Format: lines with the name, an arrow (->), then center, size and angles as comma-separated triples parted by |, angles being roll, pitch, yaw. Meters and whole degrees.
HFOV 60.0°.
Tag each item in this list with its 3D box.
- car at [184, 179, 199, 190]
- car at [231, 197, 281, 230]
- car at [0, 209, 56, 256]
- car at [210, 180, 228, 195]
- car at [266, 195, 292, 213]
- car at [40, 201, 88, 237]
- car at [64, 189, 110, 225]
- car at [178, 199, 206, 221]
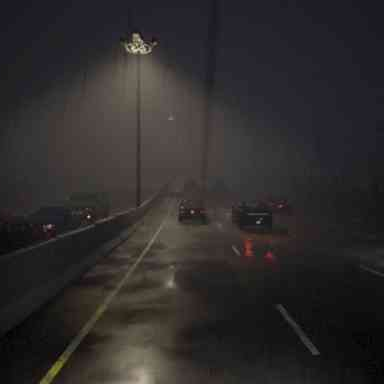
car -> -0.113, -1.143, 47.824 | 1.837, 1.490, 4.892 | 0, 7, 0
car -> 3.524, 1.304, 20.129 | 2.128, 1.511, 4.902 | 0, 3, 0
car -> -7.067, 1.573, 11.817 | 2.033, 1.411, 5.357 | 0, 1, 0
car -> 3.409, -0.716, 42.583 | 2.097, 1.767, 4.553 | 0, 6, 0
car -> 6.924, 0.923, 28.008 | 1.994, 1.385, 4.181 | 0, 4, 0
car -> -7.060, 1.448, 16.944 | 1.812, 1.442, 4.674 | 0, 2, 0
car -> -7.087, 0.920, 22.410 | 2.150, 2.045, 5.566 | 0, 3, 0
car -> 0.007, 1.188, 23.655 | 2.033, 1.411, 5.357 | 0, 3, 0
